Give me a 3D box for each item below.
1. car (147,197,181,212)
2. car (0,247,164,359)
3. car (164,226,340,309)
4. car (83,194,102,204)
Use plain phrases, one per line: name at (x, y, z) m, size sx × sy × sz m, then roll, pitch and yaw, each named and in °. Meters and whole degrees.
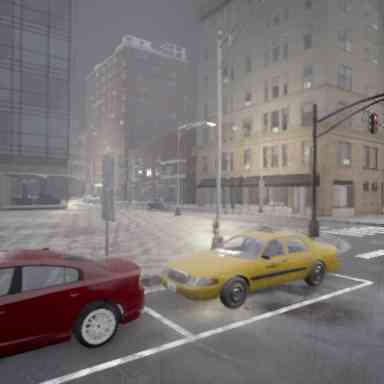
car at (-2.984, 1.269, 33.955) m, size 1.812 × 1.442 × 4.674 m, roll 1°, pitch 0°, yaw -35°
car at (-2.866, 1.545, 4.712) m, size 4.507 × 1.381 × 1.887 m, roll 0°, pitch 1°, yaw -36°
car at (1.575, 1.531, 7.879) m, size 4.829 × 1.417 × 1.752 m, roll 0°, pitch 1°, yaw -36°
car at (-15.519, 1.068, 51.894) m, size 1.812 × 1.442 × 4.674 m, roll 1°, pitch 0°, yaw -35°
